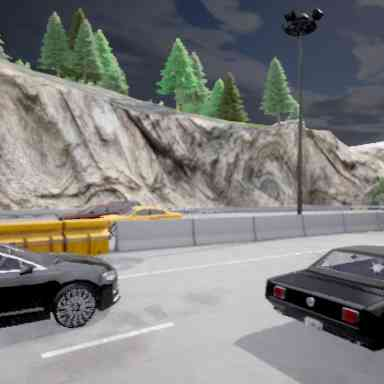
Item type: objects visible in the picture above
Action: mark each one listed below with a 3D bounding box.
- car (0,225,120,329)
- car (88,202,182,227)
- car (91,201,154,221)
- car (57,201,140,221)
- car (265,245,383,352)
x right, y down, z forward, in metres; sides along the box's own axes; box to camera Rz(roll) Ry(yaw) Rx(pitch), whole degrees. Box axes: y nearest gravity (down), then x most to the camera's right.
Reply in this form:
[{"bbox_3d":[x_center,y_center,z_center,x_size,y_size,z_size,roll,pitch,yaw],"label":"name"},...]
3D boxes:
[{"bbox_3d":[-3.624,1.489,5.359,4.902,1.511,2.128,1,0,-35],"label":"car"},{"bbox_3d":[-2.915,1.551,18.631,5.008,1.535,1.882,1,0,-32],"label":"car"},{"bbox_3d":[-6.030,1.581,29.025,5.008,1.535,1.882,1,0,-30],"label":"car"},{"bbox_3d":[-5.824,1.539,20.930,5.008,1.535,1.882,1,0,-32],"label":"car"},{"bbox_3d":[3.649,1.662,6.043,4.718,1.301,1.895,1,0,-33],"label":"car"}]
